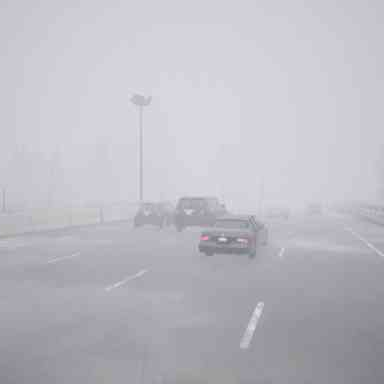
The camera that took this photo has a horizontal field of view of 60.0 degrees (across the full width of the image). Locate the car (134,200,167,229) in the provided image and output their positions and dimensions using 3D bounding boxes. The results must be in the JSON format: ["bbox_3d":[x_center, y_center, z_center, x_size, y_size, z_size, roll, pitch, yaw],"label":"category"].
[{"bbox_3d":[-2.161,1.471,23.045,2.097,1.767,4.553,0,-1,19],"label":"car"}]

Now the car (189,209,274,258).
[{"bbox_3d":[1.808,1.590,13.025,2.033,1.411,5.357,0,0,19],"label":"car"}]

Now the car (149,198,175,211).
[{"bbox_3d":[-4.433,1.859,49.231,2.097,1.767,4.553,0,-1,19],"label":"car"}]

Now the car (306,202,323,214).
[{"bbox_3d":[15.444,1.980,42.046,1.882,1.535,5.008,0,-1,19],"label":"car"}]

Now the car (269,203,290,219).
[{"bbox_3d":[8.561,1.839,32.748,1.812,1.442,4.674,0,-1,19],"label":"car"}]

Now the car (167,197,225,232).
[{"bbox_3d":[0.700,1.323,20.596,2.150,2.045,5.566,0,-1,19],"label":"car"}]

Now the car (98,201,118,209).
[{"bbox_3d":[-11.488,1.963,50.272,1.882,1.535,5.008,0,-1,20],"label":"car"}]
